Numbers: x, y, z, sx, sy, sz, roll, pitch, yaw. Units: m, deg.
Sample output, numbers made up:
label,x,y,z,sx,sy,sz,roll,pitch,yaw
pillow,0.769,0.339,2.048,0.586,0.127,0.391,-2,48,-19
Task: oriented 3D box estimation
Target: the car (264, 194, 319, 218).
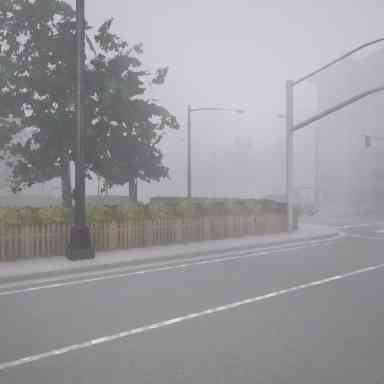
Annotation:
label,x,y,z,sx,sy,sz,roll,pitch,yaw
car,8.942,1.220,30.902,2.150,2.045,5.566,0,0,-35
